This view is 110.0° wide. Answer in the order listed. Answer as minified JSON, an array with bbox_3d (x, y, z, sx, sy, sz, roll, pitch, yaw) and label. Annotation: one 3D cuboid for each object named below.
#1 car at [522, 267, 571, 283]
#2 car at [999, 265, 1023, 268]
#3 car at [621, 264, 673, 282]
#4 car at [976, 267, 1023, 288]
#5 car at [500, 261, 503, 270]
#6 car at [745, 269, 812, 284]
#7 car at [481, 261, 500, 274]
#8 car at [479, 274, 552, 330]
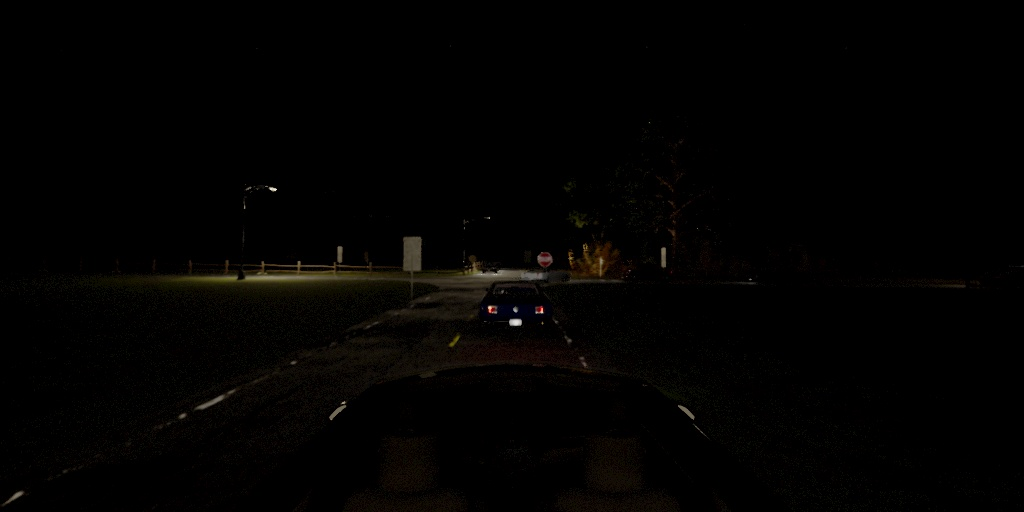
[{"bbox_3d":[2.847,1.514,28.723,1.895,1.301,4.718,0,-1,37],"label":"car"},{"bbox_3d":[48.410,1.924,34.470,5.566,2.045,2.150,1,-1,0],"label":"car"},{"bbox_3d":[12.849,1.520,34.358,4.553,1.767,2.097,1,-1,1],"label":"car"},{"bbox_3d":[44.499,2.057,31.632,5.008,1.535,1.882,1,-1,0],"label":"car"},{"bbox_3d":[-2.852,1.655,59.245,1.994,1.385,4.181,0,0,0],"label":"car"},{"bbox_3d":[25.517,1.902,34.392,5.357,1.411,2.033,1,-1,0],"label":"car"},{"bbox_3d":[-2.869,1.538,47.005,1.812,1.442,4.674,0,0,0],"label":"car"},{"bbox_3d":[0.098,1.403,11.317,1.895,1.301,4.718,0,0,0],"label":"car"}]
